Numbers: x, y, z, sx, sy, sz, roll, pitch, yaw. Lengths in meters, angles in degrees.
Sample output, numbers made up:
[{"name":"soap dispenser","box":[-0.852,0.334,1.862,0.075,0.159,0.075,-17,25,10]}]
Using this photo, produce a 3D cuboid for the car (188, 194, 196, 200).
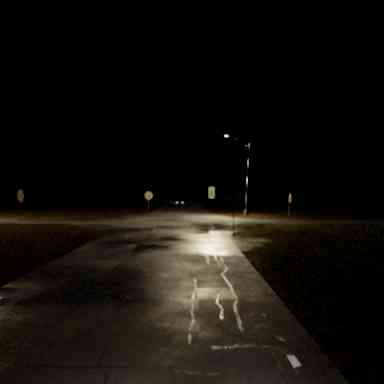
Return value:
[{"name":"car","box":[-0.005,1.278,82.787,1.994,1.385,4.181,0,0,0]}]

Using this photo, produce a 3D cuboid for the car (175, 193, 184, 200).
[{"name":"car","box":[-2.754,1.009,76.960,2.033,1.411,5.357,0,0,0]}]

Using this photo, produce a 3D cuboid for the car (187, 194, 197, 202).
[{"name":"car","box":[-0.004,1.427,72.733,1.994,1.385,4.181,0,0,0]}]
